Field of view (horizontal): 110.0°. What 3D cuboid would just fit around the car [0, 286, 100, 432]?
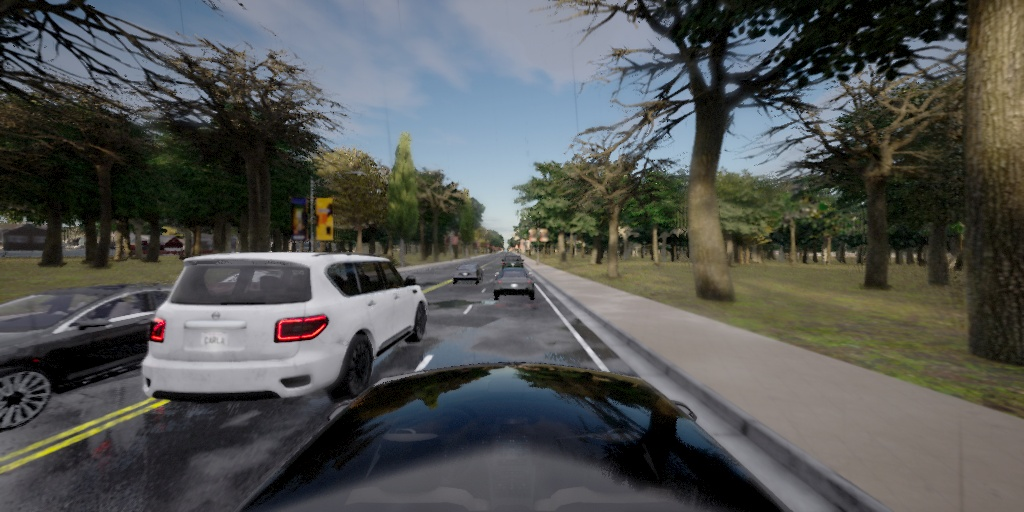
[{"bbox_3d":[-6.597,1.238,5.594,2.128,1.511,4.902,0,0,0],"label":"car"}]

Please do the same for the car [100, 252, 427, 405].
[{"bbox_3d":[-3.150,0.967,6.480,2.150,2.045,5.566,0,0,0],"label":"car"}]

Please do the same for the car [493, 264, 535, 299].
[{"bbox_3d":[0.097,1.298,18.077,1.994,1.385,4.181,0,0,0],"label":"car"}]

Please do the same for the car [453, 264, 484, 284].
[{"bbox_3d":[-3.155,1.267,26.521,2.033,1.411,5.357,0,0,0],"label":"car"}]

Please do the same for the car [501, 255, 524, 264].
[{"bbox_3d":[0.095,0.899,36.953,2.150,2.045,5.566,0,0,0],"label":"car"}]
